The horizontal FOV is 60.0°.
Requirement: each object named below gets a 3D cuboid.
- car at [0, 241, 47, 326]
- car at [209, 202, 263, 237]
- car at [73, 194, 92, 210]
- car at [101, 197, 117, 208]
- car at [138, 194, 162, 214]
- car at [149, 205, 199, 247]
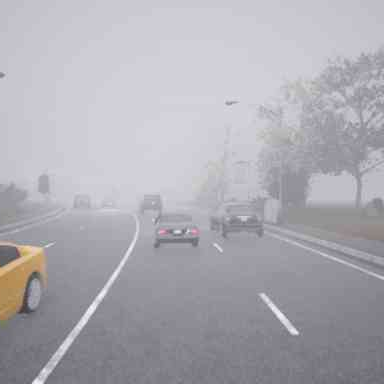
[{"bbox_3d":[-3.805,1.486,4.733,1.882,1.535,5.008,0,0,-2],"label":"car"},{"bbox_3d":[2.272,1.346,18.201,2.097,1.767,4.553,0,0,-7],"label":"car"},{"bbox_3d":[-14.413,1.231,43.863,2.150,2.045,5.566,0,0,-18],"label":"car"},{"bbox_3d":[-11.880,1.502,47.221,2.128,1.511,4.902,0,0,-19],"label":"car"},{"bbox_3d":[-4.509,1.225,35.485,2.150,2.045,5.566,0,0,-14],"label":"car"},{"bbox_3d":[-0.820,1.547,15.035,2.033,1.411,5.357,0,0,-6],"label":"car"}]
